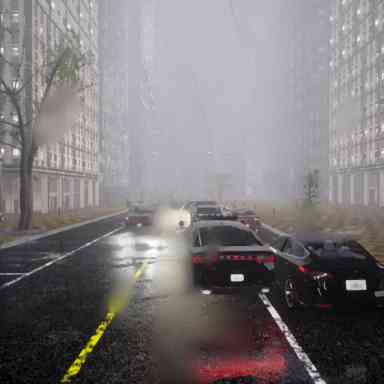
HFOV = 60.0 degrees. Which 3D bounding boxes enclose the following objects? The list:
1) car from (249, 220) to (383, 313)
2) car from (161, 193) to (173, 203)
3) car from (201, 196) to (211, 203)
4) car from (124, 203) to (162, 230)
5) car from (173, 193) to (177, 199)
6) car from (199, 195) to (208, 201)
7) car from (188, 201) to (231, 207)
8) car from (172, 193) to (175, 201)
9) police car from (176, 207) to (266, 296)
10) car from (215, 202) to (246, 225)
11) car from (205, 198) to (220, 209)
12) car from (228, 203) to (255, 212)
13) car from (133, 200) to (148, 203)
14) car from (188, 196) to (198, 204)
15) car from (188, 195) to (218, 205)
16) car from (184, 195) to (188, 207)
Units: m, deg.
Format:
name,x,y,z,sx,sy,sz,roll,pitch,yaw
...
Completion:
name,x,y,z,sx,sy,sz,roll,pitch,yaw
car,2.705,1.564,7.544,1.947,1.339,4.313,-1,0,0
car,-5.478,1.495,69.452,1.752,1.417,4.829,-1,0,0
car,2.904,1.521,69.614,2.008,1.369,4.403,-1,0,0
car,-3.034,1.595,21.402,1.895,1.301,4.718,0,0,0
car,-5.426,1.271,86.546,2.192,1.841,5.009,-1,0,0
car,2.958,1.507,86.543,2.008,1.369,4.403,-1,0,0
car,0.877,1.501,18.812,1.837,1.490,4.892,0,0,0
car,-5.459,1.548,75.263,1.802,1.307,4.206,-1,0,0
police car,0.632,1.423,8.879,1.930,1.638,5.238,0,0,-5
car,2.759,1.518,24.642,1.752,1.417,4.829,-1,0,0
car,2.831,1.528,47.044,1.887,1.381,4.507,-1,0,0
car,2.740,1.540,18.829,1.887,1.381,4.507,-1,0,0
car,-5.586,1.539,35.774,2.008,1.369,4.403,-1,0,0
car,0.201,1.538,63.810,1.994,1.385,4.181,0,0,0
car,0.925,1.345,24.782,2.097,1.767,4.553,0,0,0
car,0.191,1.548,46.462,1.994,1.385,4.181,0,0,-1
